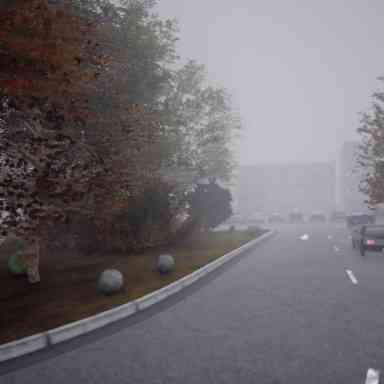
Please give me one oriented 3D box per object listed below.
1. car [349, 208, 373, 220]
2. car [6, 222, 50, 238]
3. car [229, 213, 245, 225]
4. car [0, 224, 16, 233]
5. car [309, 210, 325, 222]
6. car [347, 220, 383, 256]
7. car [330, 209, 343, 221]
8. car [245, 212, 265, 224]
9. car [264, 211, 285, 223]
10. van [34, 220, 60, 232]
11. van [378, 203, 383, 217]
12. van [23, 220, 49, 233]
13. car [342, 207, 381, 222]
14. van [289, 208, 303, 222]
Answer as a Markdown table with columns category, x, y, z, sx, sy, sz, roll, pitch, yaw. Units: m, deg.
| category | x | y | z | sx | sy | sz | roll | pitch | yaw |
| --- | --- | --- | --- | --- | --- | --- | --- | --- | --- |
| car | 23.084 | 2.982 | 45.532 | 2.163 | 1.488 | 4.792 | -4 | -3 | 19 |
| car | -22.940 | 5.391 | 47.505 | 2.435 | 2.045 | 5.566 | -4 | -3 | 19 |
| car | 7.204 | 3.998 | 50.986 | 2.185 | 1.767 | 4.553 | -4 | -3 | 19 |
| car | -37.782 | 7.357 | 66.380 | 2.002 | 1.452 | 4.674 | -4 | -3 | 19 |
| car | 17.784 | 3.342 | 47.326 | 2.097 | 1.535 | 5.008 | -4 | -3 | 19 |
| car | 8.667 | 2.185 | 15.571 | 1.895 | 1.301 | 4.718 | -1 | -3 | 20 |
| car | 20.438 | 3.178 | 46.440 | 2.163 | 1.488 | 4.792 | -4 | -3 | 19 |
| car | 9.850 | 3.803 | 50.079 | 2.185 | 1.767 | 4.553 | -4 | -3 | 19 |
| car | 12.475 | 3.606 | 49.112 | 2.185 | 1.767 | 4.553 | -4 | -3 | 19 |
| van | -27.245 | 6.389 | 62.651 | 1.878 | 1.987 | 4.442 | -4 | -3 | 19 |
| van | 25.743 | 2.535 | 44.721 | 1.878 | 1.987 | 4.442 | -4 | -3 | 19 |
| van | -29.813 | 6.574 | 63.779 | 1.878 | 1.987 | 4.442 | -4 | -3 | 19 |
| car | 17.577 | 2.695 | 34.340 | 1.882 | 1.535 | 5.008 | -7 | -5 | 41 |
| van | 15.162 | 3.316 | 48.350 | 1.878 | 1.987 | 4.442 | -4 | -3 | 19 |
